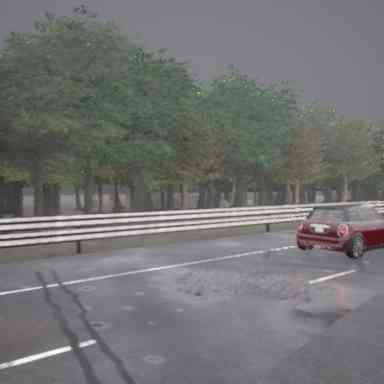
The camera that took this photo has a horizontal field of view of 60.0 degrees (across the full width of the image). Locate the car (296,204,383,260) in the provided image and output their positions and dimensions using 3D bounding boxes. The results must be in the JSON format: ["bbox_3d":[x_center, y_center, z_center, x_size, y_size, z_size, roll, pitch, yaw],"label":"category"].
[{"bbox_3d":[5.969,1.265,12.307,4.553,1.767,2.097,-1,0,-36],"label":"car"}]
